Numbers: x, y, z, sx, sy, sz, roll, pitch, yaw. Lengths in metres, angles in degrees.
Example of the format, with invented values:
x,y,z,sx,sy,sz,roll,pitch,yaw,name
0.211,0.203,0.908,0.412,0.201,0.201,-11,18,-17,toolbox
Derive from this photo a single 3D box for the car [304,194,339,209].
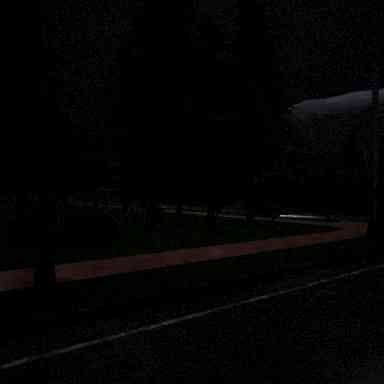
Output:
x,y,z,sx,sy,sz,roll,pitch,yaw,name
16.764,1.160,42.243,4.605,1.855,1.932,0,0,-37,car

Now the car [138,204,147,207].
x,y,z,sx,sy,sz,roll,pitch,yaw,name
-6.815,1.550,51.972,1.994,1.385,4.181,0,0,-39,car

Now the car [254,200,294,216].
x,y,z,sx,sy,sz,roll,pitch,yaw,name
7.484,1.550,33.041,1.994,1.385,4.181,0,0,-37,car

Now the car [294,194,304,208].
x,y,z,sx,sy,sz,roll,pitch,yaw,name
14.947,1.162,44.024,3.866,1.878,1.905,0,0,-37,car
